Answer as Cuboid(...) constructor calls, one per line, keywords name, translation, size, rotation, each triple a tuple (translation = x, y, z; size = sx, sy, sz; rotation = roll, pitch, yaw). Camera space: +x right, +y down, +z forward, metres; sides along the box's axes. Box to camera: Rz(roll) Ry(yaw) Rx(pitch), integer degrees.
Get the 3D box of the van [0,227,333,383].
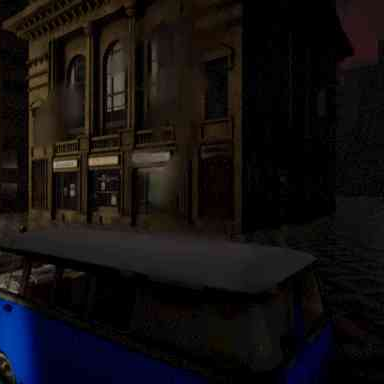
Cuboid(name="van", translation=(-0.660, 1.341, 3.435), size=(3.998, 1.788, 1.690), rotation=(0, 0, 36))
